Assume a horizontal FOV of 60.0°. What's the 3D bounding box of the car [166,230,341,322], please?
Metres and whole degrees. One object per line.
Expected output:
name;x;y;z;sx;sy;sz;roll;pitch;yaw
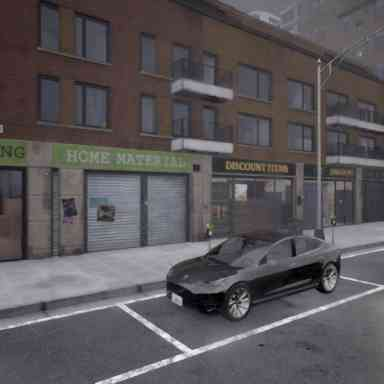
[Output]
car;1.505;1.565;7.249;4.313;1.339;1.947;0;0;-35
